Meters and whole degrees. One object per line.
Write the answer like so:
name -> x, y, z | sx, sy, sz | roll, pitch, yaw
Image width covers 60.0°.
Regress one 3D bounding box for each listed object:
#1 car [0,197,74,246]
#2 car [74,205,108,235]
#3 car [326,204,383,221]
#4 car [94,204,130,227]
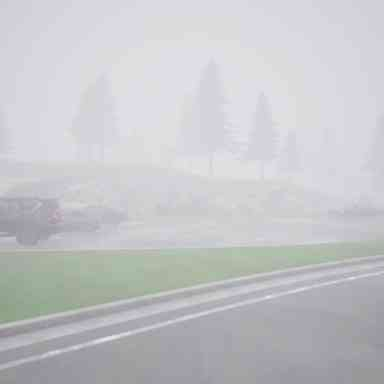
car -> -8.439, 1.229, 14.614 | 5.566, 2.045, 2.150 | 0, 0, -7
car -> -7.048, 1.579, 18.345 | 4.181, 1.385, 1.994 | 0, 0, -7
car -> 13.508, 1.659, 27.660 | 4.718, 1.301, 1.895 | 0, 0, -22
car -> -6.429, 1.546, 21.919 | 4.674, 1.442, 1.812 | 0, 0, -7
